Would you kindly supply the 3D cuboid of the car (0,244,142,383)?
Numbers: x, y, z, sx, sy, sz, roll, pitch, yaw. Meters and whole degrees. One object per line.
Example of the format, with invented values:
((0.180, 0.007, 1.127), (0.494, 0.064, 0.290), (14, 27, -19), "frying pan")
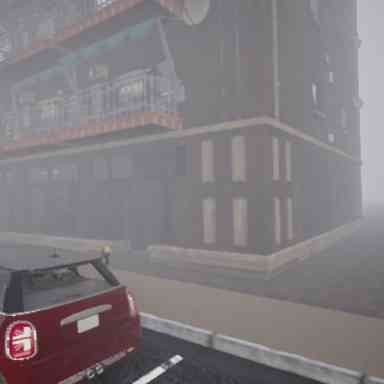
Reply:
((-2.719, 1.486, 4.784), (4.097, 1.590, 1.967), (-1, -1, 35), "car")
